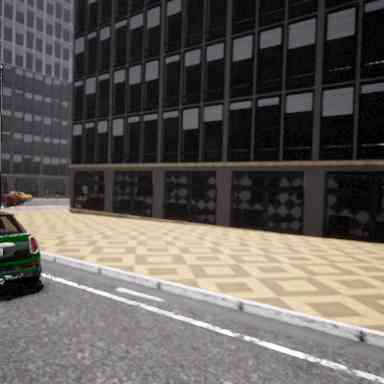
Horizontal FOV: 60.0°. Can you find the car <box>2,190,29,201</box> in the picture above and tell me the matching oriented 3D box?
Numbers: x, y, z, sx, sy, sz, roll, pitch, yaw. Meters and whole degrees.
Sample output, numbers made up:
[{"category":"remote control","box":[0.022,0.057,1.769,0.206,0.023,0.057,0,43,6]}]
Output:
[{"category":"car","box":[-20.010,0.657,34.079,2.192,1.841,5.009,2,1,37]}]

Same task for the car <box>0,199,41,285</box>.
[{"category":"car","box":[-5.509,1.139,7.690,4.553,1.767,2.097,2,1,36]}]

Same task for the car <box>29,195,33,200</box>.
[{"category":"car","box":[-23.428,0.584,43.483,1.752,1.417,4.829,2,1,37]}]
